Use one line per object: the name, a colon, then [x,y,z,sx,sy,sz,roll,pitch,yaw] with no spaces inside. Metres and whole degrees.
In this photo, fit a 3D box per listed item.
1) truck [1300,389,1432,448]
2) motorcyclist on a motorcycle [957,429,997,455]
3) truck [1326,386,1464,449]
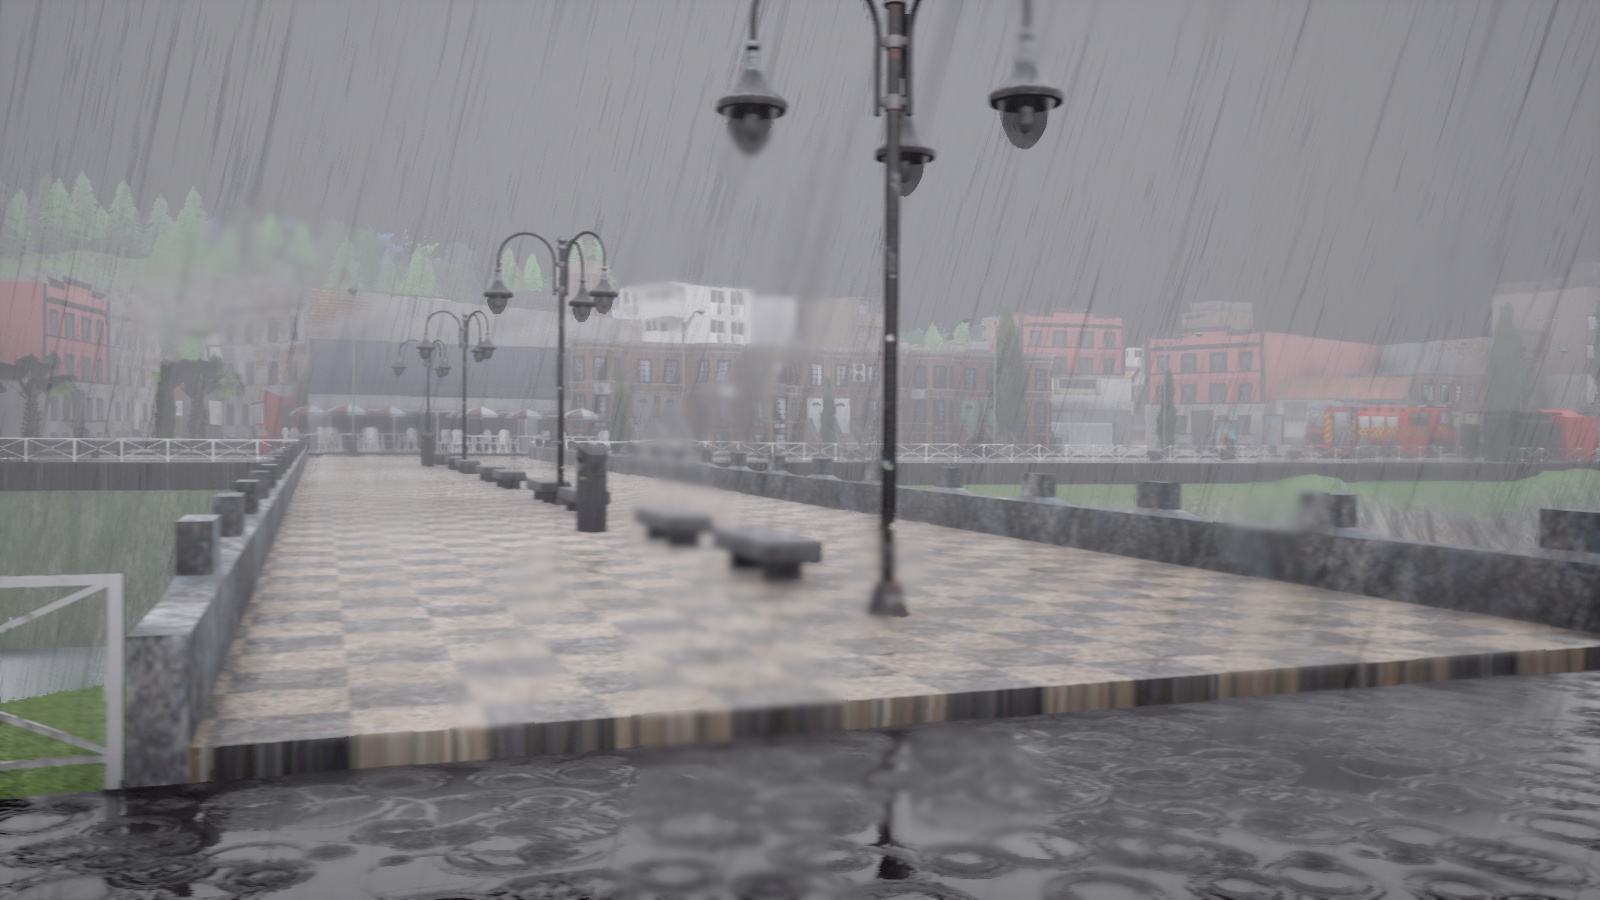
truck: [37.950,-2.146,84.158,8.468,3.827,2.891,-1,1,-21]
motorcyclist on a motorcycle: [10.376,-0.478,73.694,2.191,1.530,0.866,-1,1,-21]
truck: [37.848,-2.075,79.841,8.468,3.827,2.891,-1,1,-21]
